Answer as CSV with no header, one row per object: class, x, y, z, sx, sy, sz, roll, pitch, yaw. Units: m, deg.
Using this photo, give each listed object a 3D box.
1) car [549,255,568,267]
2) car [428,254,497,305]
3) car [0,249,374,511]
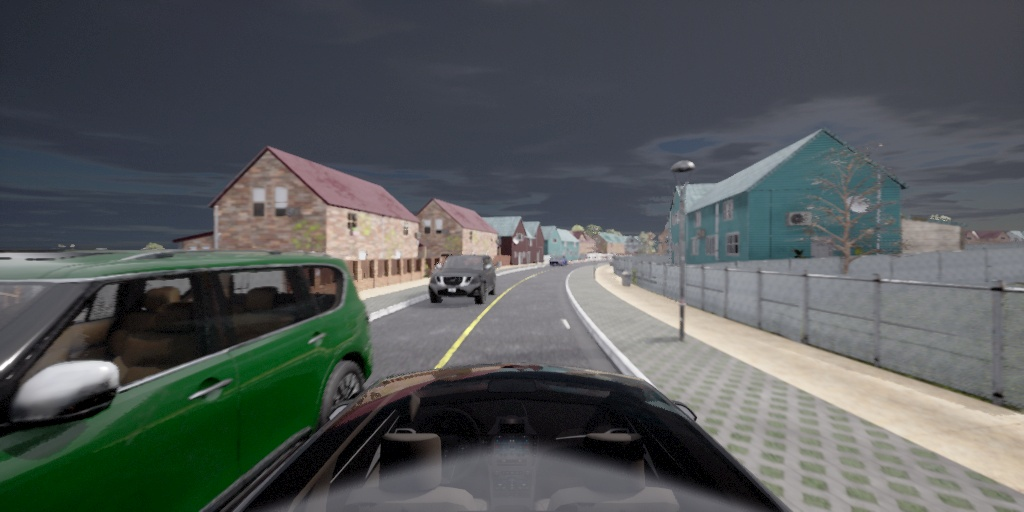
car,7.320,0.710,56.440,2.097,1.767,4.553,0,1,21
car,-2.022,0.930,16.298,2.150,2.045,5.566,0,0,5
car,-2.767,0.963,2.178,2.150,2.045,5.566,0,0,0
